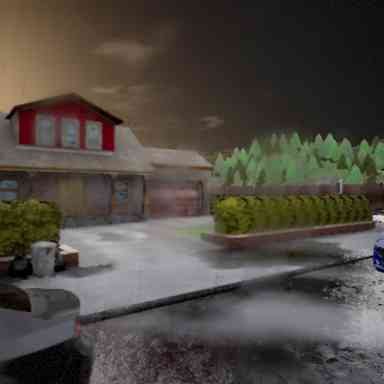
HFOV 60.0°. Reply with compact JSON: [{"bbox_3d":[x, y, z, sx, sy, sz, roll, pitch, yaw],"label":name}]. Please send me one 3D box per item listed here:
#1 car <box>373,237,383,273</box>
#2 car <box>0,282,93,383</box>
[{"bbox_3d":[7.144,1.480,9.579,5.008,1.535,1.882,0,0,-35],"label":"car"},{"bbox_3d":[-3.215,1.504,2.300,4.892,1.490,1.837,0,0,-35],"label":"car"}]
